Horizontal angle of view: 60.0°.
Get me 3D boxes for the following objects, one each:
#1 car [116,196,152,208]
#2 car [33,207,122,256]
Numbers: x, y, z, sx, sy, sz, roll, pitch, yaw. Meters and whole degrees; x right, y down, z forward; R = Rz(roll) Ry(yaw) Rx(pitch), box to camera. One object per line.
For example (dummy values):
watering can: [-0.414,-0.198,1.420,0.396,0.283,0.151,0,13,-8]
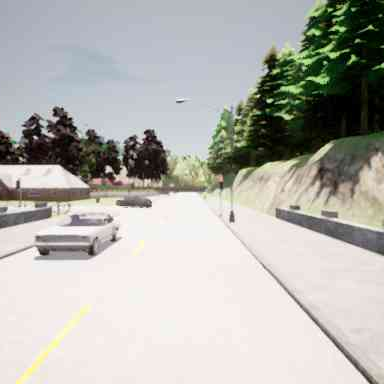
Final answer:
car: [-6.766,1.126,38.667,4.181,1.385,1.994,0,0,27]
car: [-4.062,1.458,12.562,1.895,1.301,4.718,0,1,0]
